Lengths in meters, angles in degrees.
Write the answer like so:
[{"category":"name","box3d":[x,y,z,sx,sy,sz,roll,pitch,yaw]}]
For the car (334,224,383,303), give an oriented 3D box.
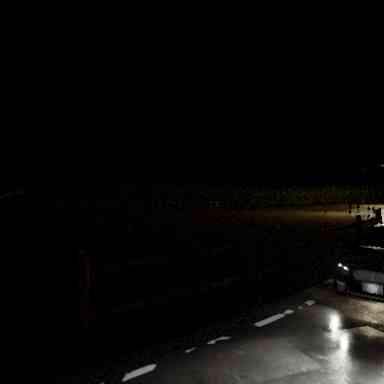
[{"category":"car","box3d":[5.030,1.534,7.934,2.128,1.511,4.902,-1,-1,44]}]
